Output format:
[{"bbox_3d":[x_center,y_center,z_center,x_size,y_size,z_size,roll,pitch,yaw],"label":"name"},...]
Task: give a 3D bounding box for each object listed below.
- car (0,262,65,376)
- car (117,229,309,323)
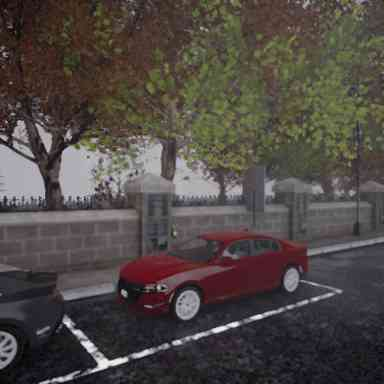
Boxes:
[{"bbox_3d":[-3.845,1.553,3.911,4.403,1.369,2.008,0,0,-36],"label":"car"},{"bbox_3d":[0.634,1.536,7.172,4.507,1.381,1.887,0,0,-36],"label":"car"}]
